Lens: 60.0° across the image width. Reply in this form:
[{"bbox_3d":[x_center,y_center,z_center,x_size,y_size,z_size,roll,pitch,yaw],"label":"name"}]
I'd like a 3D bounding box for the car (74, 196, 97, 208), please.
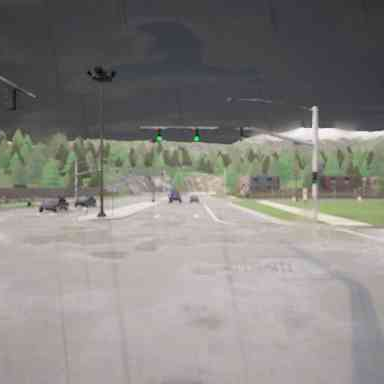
[{"bbox_3d":[-14.835,1.325,46.588,1.882,1.535,5.008,0,0,1],"label":"car"}]

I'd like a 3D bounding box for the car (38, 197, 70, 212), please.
[{"bbox_3d":[-14.911,1.384,36.160,1.837,1.490,4.892,0,0,0],"label":"car"}]

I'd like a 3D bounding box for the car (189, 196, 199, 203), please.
[{"bbox_3d":[0.414,1.356,61.940,2.033,1.411,5.357,0,0,0],"label":"car"}]

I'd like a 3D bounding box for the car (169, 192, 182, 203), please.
[{"bbox_3d":[-3.102,1.026,62.416,2.150,2.045,5.566,0,0,0],"label":"car"}]
